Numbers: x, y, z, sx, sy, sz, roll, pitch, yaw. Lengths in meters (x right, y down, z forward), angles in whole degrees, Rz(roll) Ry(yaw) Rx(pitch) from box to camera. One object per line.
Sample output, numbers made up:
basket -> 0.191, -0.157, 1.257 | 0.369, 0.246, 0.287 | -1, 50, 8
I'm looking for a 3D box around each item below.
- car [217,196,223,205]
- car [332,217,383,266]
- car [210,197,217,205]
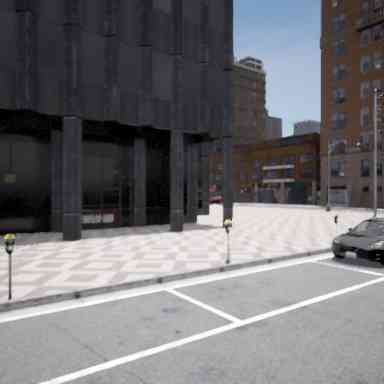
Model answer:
car -> 4.976, 1.476, 59.784 | 1.882, 1.535, 5.008 | 0, 0, -35
car -> 6.694, 1.582, 11.557 | 4.313, 1.339, 1.947 | 0, 0, -36
car -> 1.693, 1.484, 59.119 | 2.128, 1.511, 4.902 | 0, 0, -34
